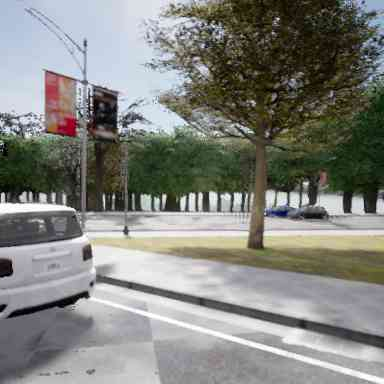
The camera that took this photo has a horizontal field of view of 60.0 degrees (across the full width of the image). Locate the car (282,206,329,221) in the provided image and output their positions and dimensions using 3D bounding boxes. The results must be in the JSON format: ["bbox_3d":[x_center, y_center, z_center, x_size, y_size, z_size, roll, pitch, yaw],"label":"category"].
[{"bbox_3d":[13.261,2.375,38.203,4.553,1.767,2.097,1,0,-11],"label":"car"}]

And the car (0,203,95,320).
[{"bbox_3d":[-4.361,1.246,6.797,5.566,2.045,2.150,0,0,36],"label":"car"}]

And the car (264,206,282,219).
[{"bbox_3d":[10.954,2.432,41.065,5.008,1.535,1.882,1,0,-11],"label":"car"}]
